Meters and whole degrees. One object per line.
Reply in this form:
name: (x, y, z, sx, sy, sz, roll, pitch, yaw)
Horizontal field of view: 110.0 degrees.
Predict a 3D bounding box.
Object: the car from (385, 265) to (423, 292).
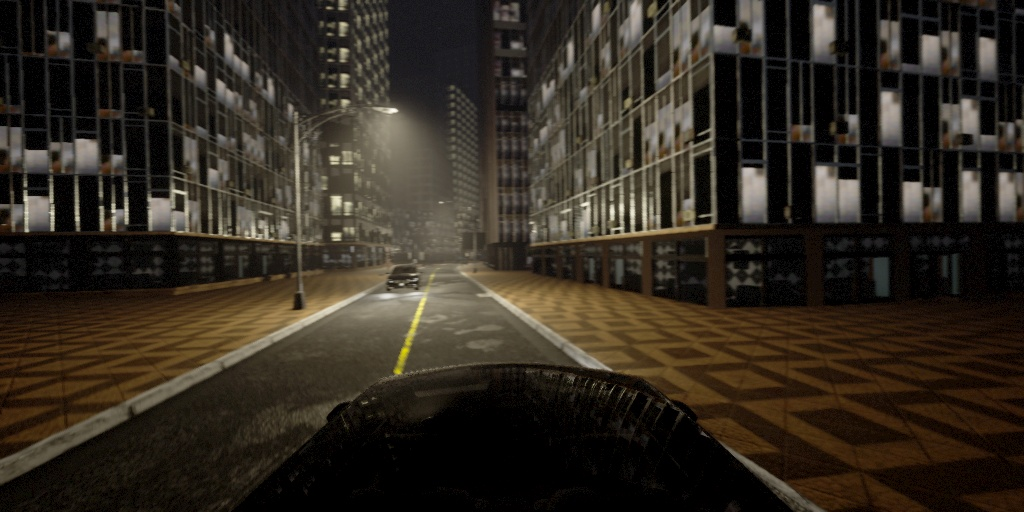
car: (-6.663, 1.340, 22.441, 1.837, 1.490, 4.892, -1, 0, -11)
